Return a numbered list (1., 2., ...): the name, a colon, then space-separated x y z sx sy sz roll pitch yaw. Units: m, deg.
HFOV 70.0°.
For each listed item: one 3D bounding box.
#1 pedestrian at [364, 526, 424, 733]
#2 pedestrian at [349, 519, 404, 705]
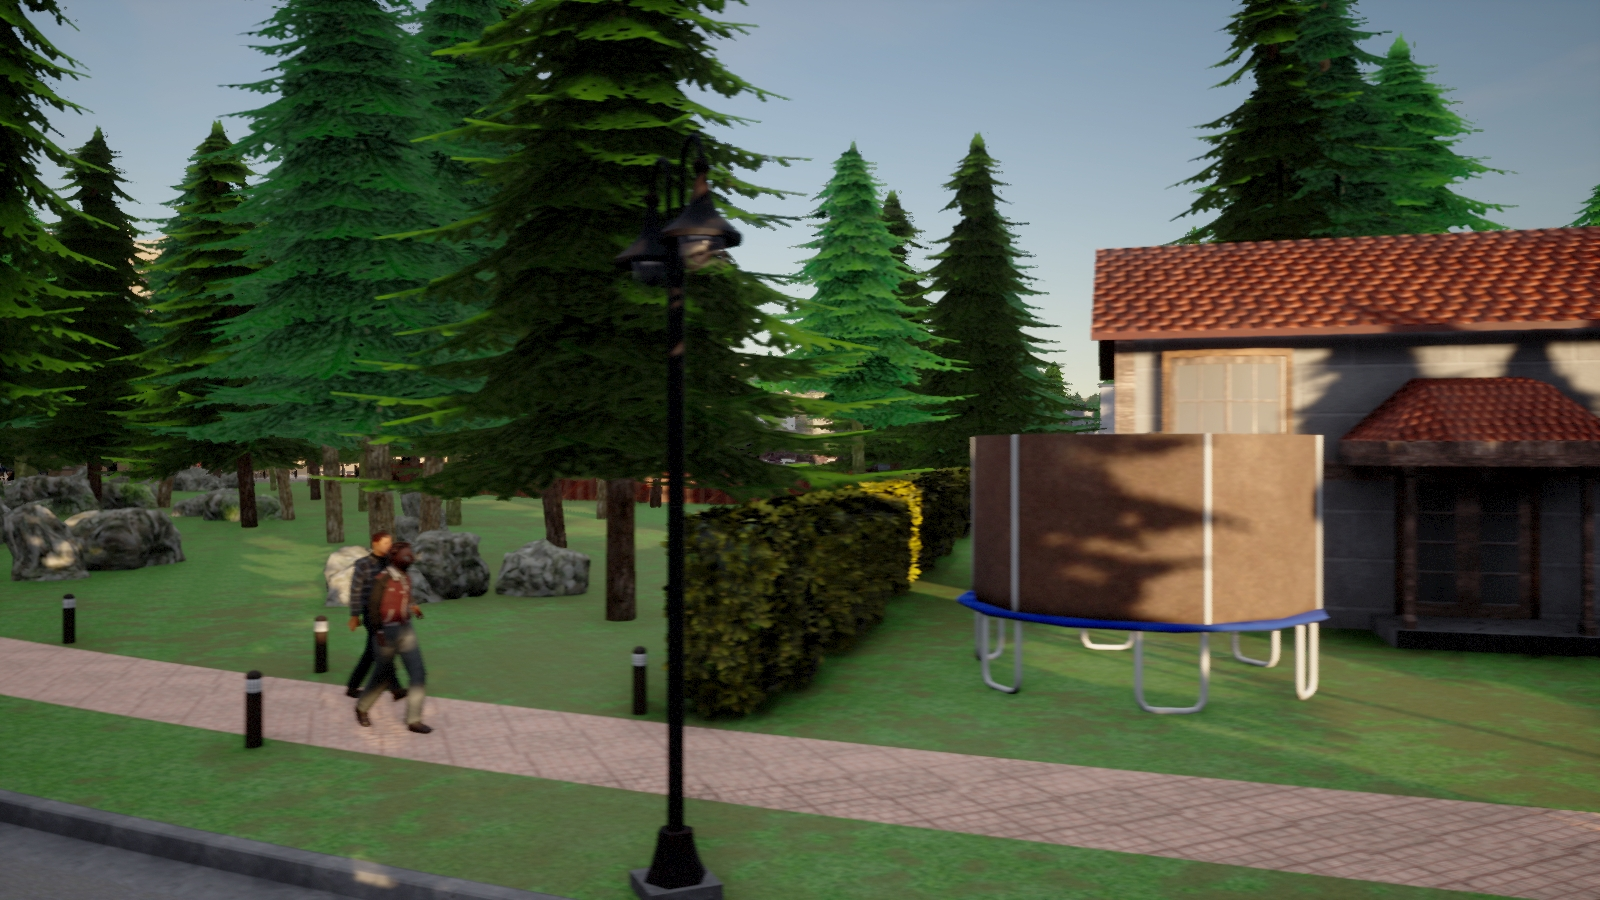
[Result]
1. pedestrian: -3.820 1.665 10.747 0.375 1.860 0.375 0 0 28
2. pedestrian: -4.404 1.665 11.883 0.375 1.860 0.375 0 0 25
